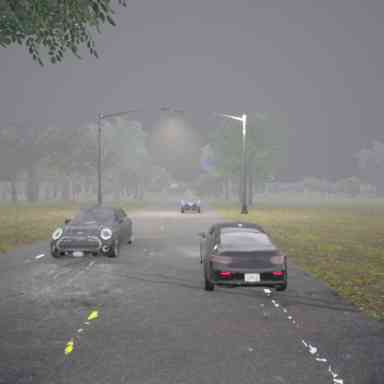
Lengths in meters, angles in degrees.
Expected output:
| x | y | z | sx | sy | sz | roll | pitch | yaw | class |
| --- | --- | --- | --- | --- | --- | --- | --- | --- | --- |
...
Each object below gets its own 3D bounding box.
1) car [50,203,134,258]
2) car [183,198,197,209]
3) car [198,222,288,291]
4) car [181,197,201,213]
| x | y | z | sx | sy | sz | roll | pitch | yaw | class |
| --- | --- | --- | --- | --- | --- | --- | --- | --- | --- |
| -3.565 | 1.350 | 12.625 | 2.097 | 1.767 | 4.553 | 0 | 0 | 0 | car |
| -0.243 | 1.604 | 46.999 | 1.994 | 1.385 | 4.181 | 0 | 0 | 1 | car |
| 1.178 | 1.524 | 8.871 | 1.812 | 1.442 | 4.674 | 0 | 0 | 0 | car |
| -0.127 | 1.376 | 37.334 | 2.097 | 1.767 | 4.553 | 0 | 0 | 0 | car |
